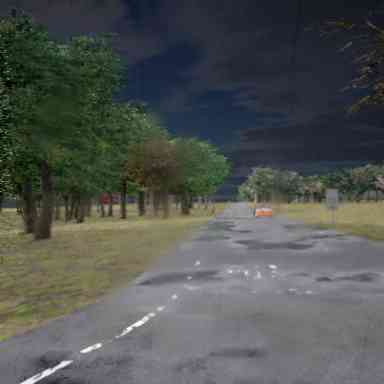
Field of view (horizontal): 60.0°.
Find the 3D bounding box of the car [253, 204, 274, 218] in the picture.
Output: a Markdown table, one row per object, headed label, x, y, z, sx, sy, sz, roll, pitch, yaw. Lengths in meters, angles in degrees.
| label | x | y | z | sx | sy | sz | roll | pitch | yaw |
| --- | --- | --- | --- | --- | --- | --- | --- | --- | --- |
| car | 9.645 | 2.536 | 44.108 | 2.097 | 1.767 | 4.553 | -1 | -2 | 7 |
